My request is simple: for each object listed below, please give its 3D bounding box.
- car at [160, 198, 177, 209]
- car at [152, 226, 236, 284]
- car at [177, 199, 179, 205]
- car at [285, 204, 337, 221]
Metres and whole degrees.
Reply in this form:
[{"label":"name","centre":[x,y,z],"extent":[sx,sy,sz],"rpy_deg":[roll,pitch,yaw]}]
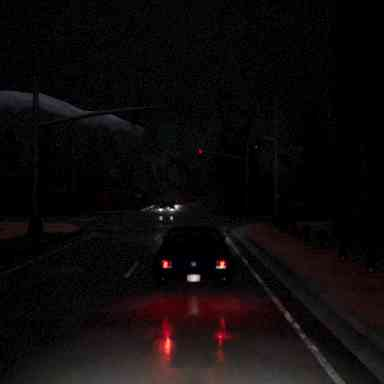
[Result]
[{"label":"car","centre":[-3.589,1.649,48.649],"extent":[1.812,1.442,4.674],"rpy_deg":[0,0,0]},{"label":"car","centre":[0.058,1.625,9.581],"extent":[1.895,1.301,4.718],"rpy_deg":[0,0,0]},{"label":"car","centre":[-3.547,1.758,62.578],"extent":[1.895,1.301,4.718],"rpy_deg":[0,0,1]},{"label":"car","centre":[9.884,1.648,27.388],"extent":[4.181,1.385,1.994],"rpy_deg":[0,0,0]}]
